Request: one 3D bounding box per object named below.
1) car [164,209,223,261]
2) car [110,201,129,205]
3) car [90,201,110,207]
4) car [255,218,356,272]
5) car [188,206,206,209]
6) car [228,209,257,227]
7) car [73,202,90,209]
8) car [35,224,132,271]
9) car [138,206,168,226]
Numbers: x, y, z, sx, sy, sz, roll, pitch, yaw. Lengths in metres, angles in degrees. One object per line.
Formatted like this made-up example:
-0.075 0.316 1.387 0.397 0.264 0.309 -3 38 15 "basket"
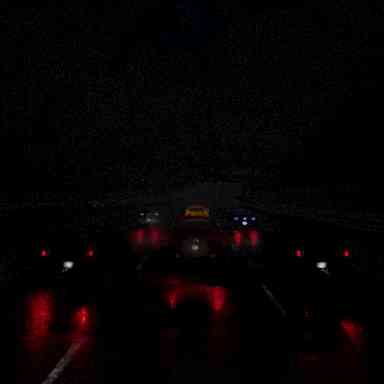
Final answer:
0.158 1.665 13.184 1.882 1.535 5.008 0 -1 1 "car"
-12.452 2.407 59.298 1.882 1.535 5.008 0 -1 4 "car"
-15.951 2.404 59.334 1.882 1.535 5.008 0 -1 3 "car"
3.621 1.763 11.391 1.895 1.301 4.718 0 -1 1 "car"
0.447 1.909 28.134 1.882 1.535 5.008 0 -1 2 "car"
3.885 2.004 26.243 1.895 1.301 4.718 0 -1 2 "car"
-19.438 2.472 59.470 2.033 1.411 5.357 0 -1 4 "car"
-3.379 1.761 11.447 1.895 1.301 4.718 0 -1 1 "car"
-3.093 1.902 26.983 2.128 1.511 4.902 0 -1 2 "car"
